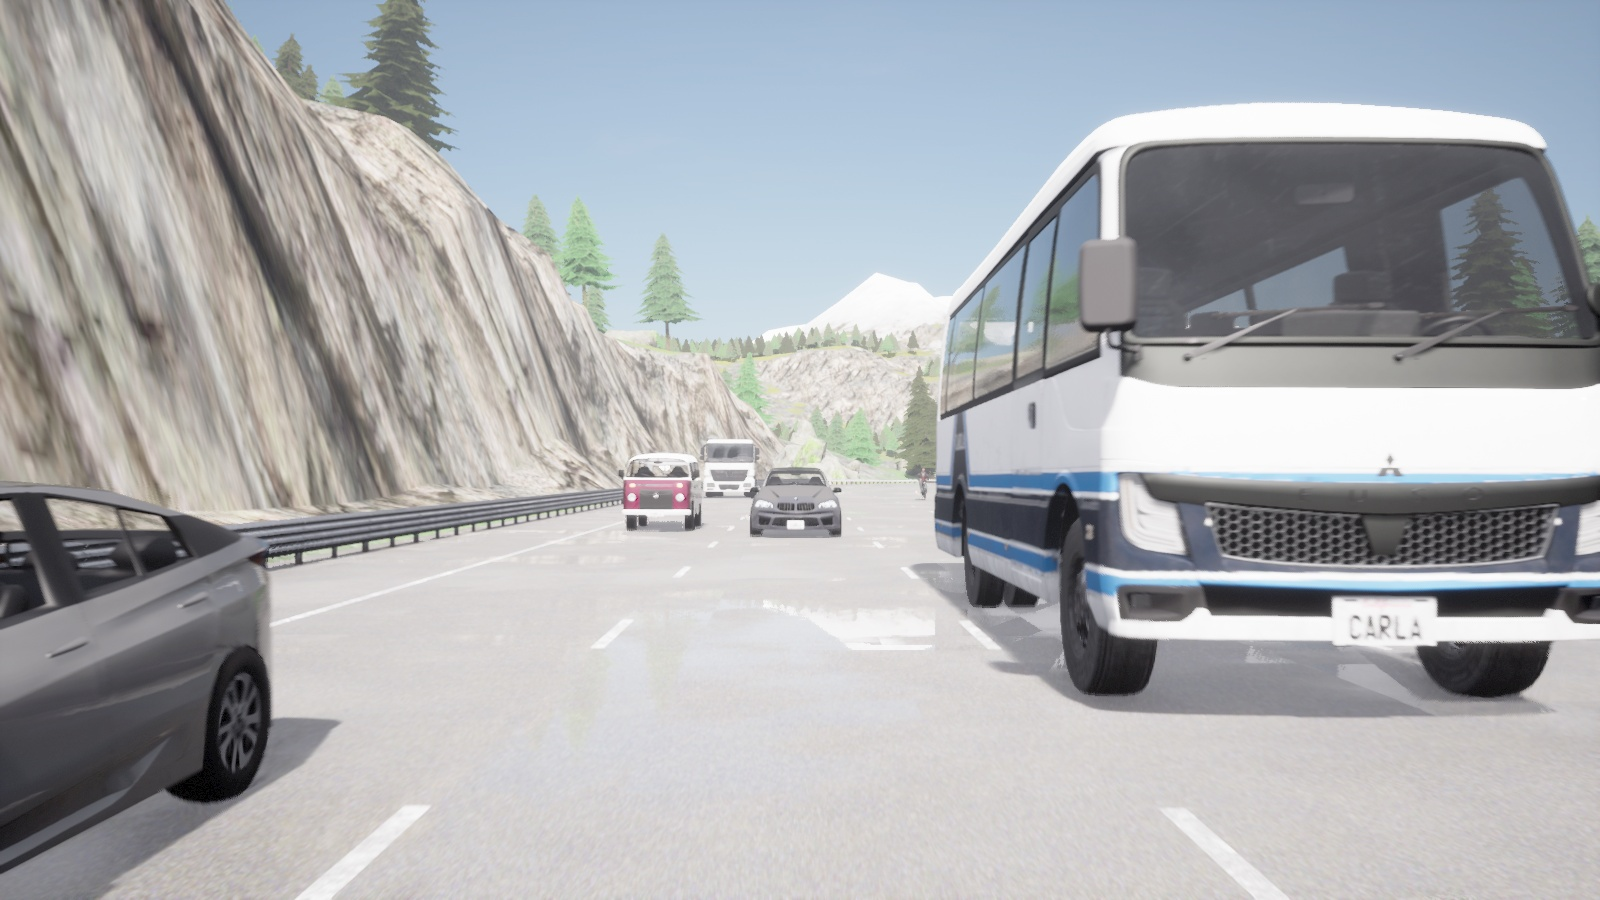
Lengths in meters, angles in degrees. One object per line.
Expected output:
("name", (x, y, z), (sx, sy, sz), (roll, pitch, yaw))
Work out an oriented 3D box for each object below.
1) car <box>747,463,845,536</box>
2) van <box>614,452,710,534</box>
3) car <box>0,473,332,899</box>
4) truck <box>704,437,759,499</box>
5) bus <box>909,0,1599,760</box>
("car", (-0.092, 1.179, 31.059), (2.242, 1.667, 4.611), (0, -1, 0))
("van", (-3.601, 1.115, 33.492), (2.069, 2.038, 4.480), (0, -1, 0))
("car", (-3.509, 0.850, 4.468), (2.007, 1.525, 4.514), (0, -1, 0))
("truck", (-3.990, 1.091, 74.321), (2.891, 3.462, 7.936), (0, -1, -1))
("bus", (3.468, -0.378, 11.837), (3.944, 4.253, 10.273), (0, -1, 0))
